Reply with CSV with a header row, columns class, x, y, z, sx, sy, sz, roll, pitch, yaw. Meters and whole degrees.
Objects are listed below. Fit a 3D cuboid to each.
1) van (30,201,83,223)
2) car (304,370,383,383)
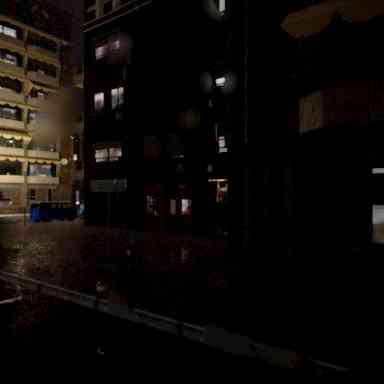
class,x,y,z,sx,sy,sz,roll,pitch,yaw
van,-11.897,1.703,28.812,1.690,1.788,3.998,-1,-2,35
car,2.403,1.551,1.163,4.403,1.369,2.008,0,0,35
